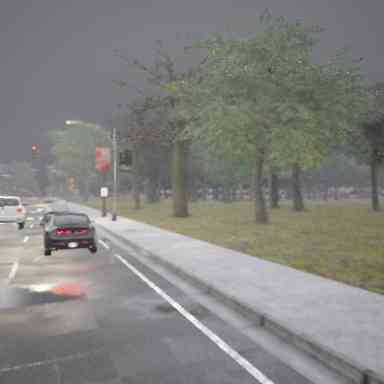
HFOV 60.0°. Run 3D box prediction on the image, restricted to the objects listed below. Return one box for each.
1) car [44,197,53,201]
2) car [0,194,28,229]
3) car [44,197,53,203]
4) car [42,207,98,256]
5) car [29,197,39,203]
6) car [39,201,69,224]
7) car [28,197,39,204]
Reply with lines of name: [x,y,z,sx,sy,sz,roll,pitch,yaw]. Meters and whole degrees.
car: [-32.406,2.016,75.341,2.033,1.411,5.357,0,0,-24]
car: [-12.366,1.345,22.232,2.150,2.045,5.566,0,-1,-26]
car: [-36.614,1.950,84.869,2.128,1.511,4.902,0,0,-24]
car: [-5.042,1.583,13.629,1.837,1.490,4.892,0,0,-24]
car: [-39.587,1.944,83.556,2.128,1.511,4.902,0,0,-24]
car: [-9.306,1.625,23.041,2.128,1.511,4.902,0,0,-24]
car: [-35.379,1.948,74.029,1.882,1.535,5.008,0,0,-24]
